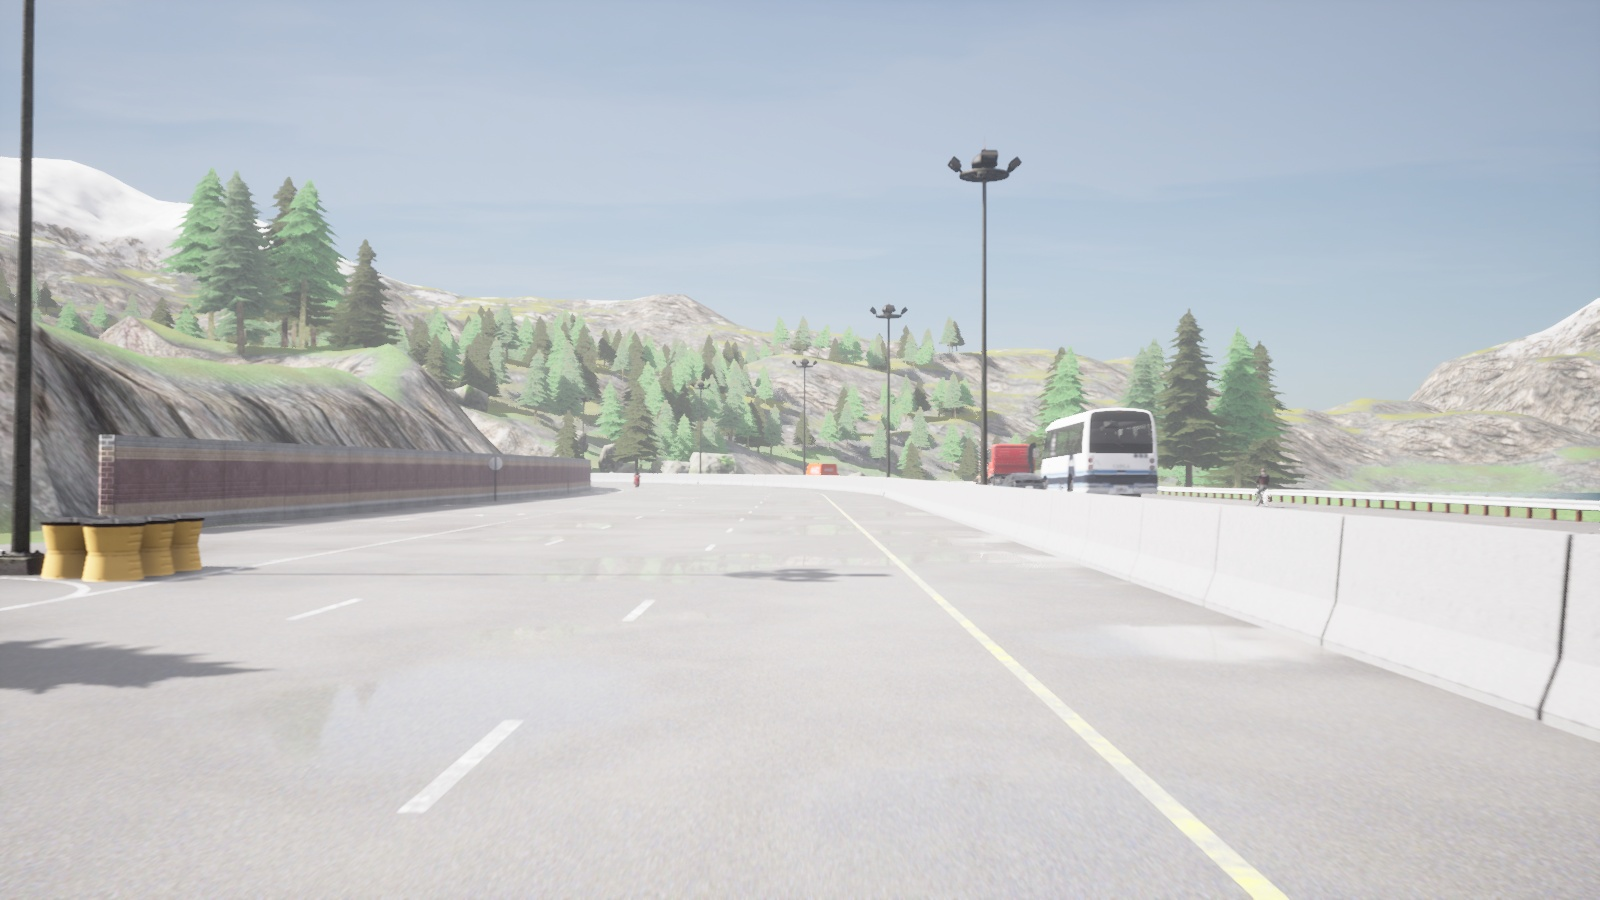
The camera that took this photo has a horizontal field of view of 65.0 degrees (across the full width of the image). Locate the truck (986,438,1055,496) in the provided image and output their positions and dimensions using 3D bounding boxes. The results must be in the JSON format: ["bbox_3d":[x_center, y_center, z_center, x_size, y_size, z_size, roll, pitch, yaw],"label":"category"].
[{"bbox_3d":[13.803,1.102,79.136,2.891,3.462,7.936,0,-1,0],"label":"truck"}]

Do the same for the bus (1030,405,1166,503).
[{"bbox_3d":[13.855,0.380,59.604,3.944,4.253,10.273,0,-2,0],"label":"bus"}]

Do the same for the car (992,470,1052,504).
[{"bbox_3d":[10.362,1.703,58.846,2.007,1.525,4.514,0,-1,0],"label":"car"}]
